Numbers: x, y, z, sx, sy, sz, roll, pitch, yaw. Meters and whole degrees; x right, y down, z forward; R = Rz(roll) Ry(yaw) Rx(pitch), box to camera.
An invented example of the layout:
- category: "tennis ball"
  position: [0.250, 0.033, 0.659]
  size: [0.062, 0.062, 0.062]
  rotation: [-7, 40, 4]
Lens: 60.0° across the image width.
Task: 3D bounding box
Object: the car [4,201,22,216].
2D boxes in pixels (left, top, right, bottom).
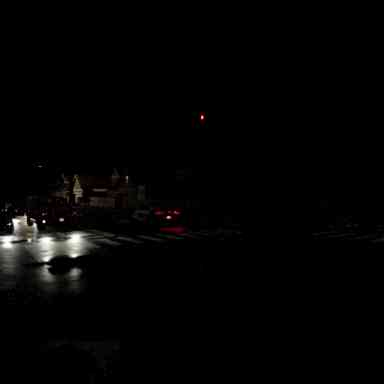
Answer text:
- category: "car"
  position: [-15.647, 1.600, 30.494]
  size: [1.812, 1.442, 4.674]
  rotation: [0, 0, -36]

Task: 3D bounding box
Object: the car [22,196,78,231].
- category: "car"
  position: [-9.198, 1.270, 21.582]
  size: [2.150, 2.045, 5.566]
  rotation: [0, 0, -36]

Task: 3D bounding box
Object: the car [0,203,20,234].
- category: "car"
  position: [-11.514, 1.584, 19.253]
  size: [2.033, 1.411, 5.357]
  rotation: [0, 0, -32]

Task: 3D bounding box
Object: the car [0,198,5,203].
- category: "car"
  position: [-27.248, 1.604, 46.681]
  size: [1.882, 1.535, 5.008]
  rotation: [0, -1, -35]

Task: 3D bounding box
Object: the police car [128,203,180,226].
- category: "police car"
  position: [-2.967, 1.580, 24.207]
  size: [2.038, 1.542, 4.974]
  rotation: [0, 0, -36]
